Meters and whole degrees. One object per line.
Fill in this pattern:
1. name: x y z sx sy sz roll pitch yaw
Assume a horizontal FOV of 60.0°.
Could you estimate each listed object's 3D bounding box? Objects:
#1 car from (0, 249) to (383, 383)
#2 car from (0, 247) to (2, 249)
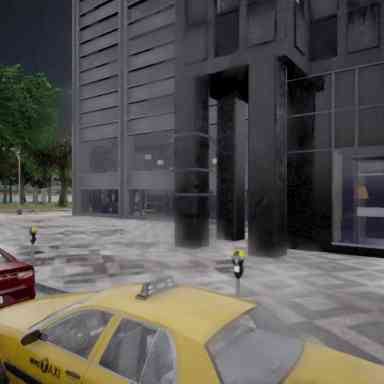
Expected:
1. car: -0.537 1.525 3.347 4.829 1.417 1.752 0 0 36
2. car: -4.823 1.545 6.410 4.507 1.381 1.887 0 0 36
